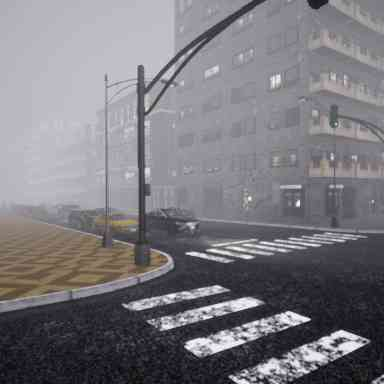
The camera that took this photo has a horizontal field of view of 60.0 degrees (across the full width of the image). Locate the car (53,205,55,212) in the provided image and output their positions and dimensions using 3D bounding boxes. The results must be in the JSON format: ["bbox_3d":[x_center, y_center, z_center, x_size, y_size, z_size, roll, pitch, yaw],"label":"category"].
[{"bbox_3d":[-20.507,2.423,52.029,1.994,1.385,4.181,-1,-1,-36],"label":"car"}]

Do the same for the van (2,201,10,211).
[{"bbox_3d":[-31.636,2.432,57.374,1.690,1.788,3.998,-2,0,-36],"label":"van"}]

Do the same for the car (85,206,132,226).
[{"bbox_3d":[-7.284,1.992,28.610,2.033,1.411,5.357,-1,-1,-37],"label":"car"}]

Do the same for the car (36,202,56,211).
[{"bbox_3d":[-26.440,2.517,60.116,2.128,1.511,4.902,-1,-1,-37],"label":"car"}]

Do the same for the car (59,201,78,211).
[{"bbox_3d":[-21.534,2.364,57.778,1.967,1.590,4.097,-2,0,-36],"label":"car"}]

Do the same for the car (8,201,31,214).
[{"bbox_3d":[-24.937,2.448,48.259,1.887,1.381,4.507,-2,0,-36],"label":"car"}]

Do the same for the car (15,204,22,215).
[{"bbox_3d":[-21.590,2.391,43.702,1.802,1.307,4.206,-2,0,-36],"label":"car"}]

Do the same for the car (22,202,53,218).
[{"bbox_3d":[-18.245,2.260,39.145,1.887,1.381,4.507,-2,0,-36],"label":"car"}]

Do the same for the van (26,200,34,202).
[{"bbox_3d":[-41.615,2.829,85.121,1.690,1.788,3.998,-2,0,-36],"label":"van"}]

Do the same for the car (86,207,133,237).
[{"bbox_3d":[-4.760,1.864,20.780,1.752,1.417,4.829,-2,0,-36],"label":"car"}]

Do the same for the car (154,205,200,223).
[{"bbox_3d":[-1.453,1.912,30.434,2.008,1.369,4.403,-2,0,-36],"label":"car"}]

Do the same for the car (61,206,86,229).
[{"bbox_3d":[-8.205,2.001,25.473,1.947,1.339,4.313,-2,0,-36],"label":"car"}]

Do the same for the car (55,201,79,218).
[{"bbox_3d":[-13.238,2.117,36.741,1.837,1.490,4.892,-1,-1,-36],"label":"car"}]

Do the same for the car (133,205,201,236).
[{"bbox_3d":[-1.429,1.773,20.636,2.128,1.511,4.902,-1,-1,-36],"label":"car"}]
